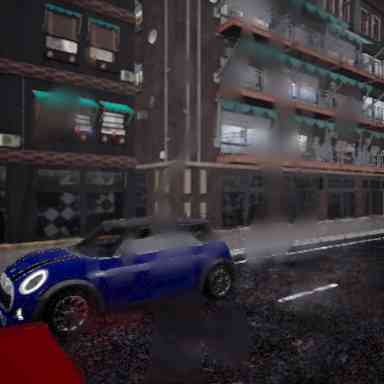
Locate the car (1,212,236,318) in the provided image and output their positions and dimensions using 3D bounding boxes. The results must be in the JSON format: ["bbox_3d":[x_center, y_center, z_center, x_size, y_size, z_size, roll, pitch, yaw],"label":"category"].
[{"bbox_3d":[-1.311,1.350,6.743,4.553,1.767,2.097,0,0,-35],"label":"car"}]

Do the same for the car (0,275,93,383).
[{"bbox_3d":[-2.969,1.602,1.570,4.718,1.301,1.895,0,0,-35],"label":"car"}]
